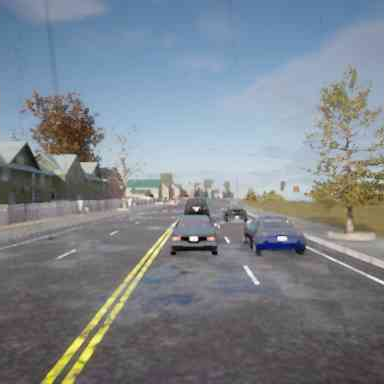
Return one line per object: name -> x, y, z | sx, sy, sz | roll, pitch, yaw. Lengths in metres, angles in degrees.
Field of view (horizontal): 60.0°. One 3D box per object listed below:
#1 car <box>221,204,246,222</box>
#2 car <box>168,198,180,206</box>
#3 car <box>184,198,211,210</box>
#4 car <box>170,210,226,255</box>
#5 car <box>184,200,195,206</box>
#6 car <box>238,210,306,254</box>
car -> 3.711, 1.799, 29.171 | 1.837, 1.490, 4.892 | 0, 0, 2
car -> -3.767, 2.113, 71.116 | 2.097, 1.767, 4.553 | 0, -1, 4
car -> 0.447, 1.507, 28.966 | 2.150, 2.045, 5.566 | 0, 0, 2
car -> 0.100, 1.685, 13.980 | 2.033, 1.411, 5.357 | 0, -1, 1
car -> -0.534, 2.344, 70.770 | 1.895, 1.301, 4.718 | 0, -1, 4
car -> 3.358, 1.704, 14.222 | 1.994, 1.385, 4.181 | 0, -1, 1
